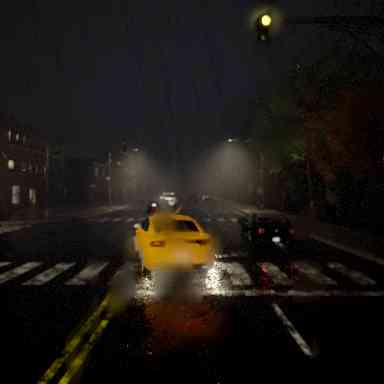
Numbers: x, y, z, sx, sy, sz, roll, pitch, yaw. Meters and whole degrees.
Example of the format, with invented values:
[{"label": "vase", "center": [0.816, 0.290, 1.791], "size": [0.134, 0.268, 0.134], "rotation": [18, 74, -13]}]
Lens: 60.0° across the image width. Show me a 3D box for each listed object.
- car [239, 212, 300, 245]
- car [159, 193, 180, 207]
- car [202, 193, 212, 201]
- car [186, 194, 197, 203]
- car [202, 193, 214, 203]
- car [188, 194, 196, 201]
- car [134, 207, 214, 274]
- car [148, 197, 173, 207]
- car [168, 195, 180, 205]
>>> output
[{"label": "car", "center": [3.348, 1.579, 15.419], "size": [1.895, 1.301, 4.718], "rotation": [0, 0, 0]}, {"label": "car", "center": [-3.314, 1.151, 46.550], "size": [2.150, 2.045, 5.566], "rotation": [0, 0, 2]}, {"label": "car", "center": [3.238, 1.071, 74.333], "size": [2.097, 1.767, 4.553], "rotation": [0, 0, 0]}, {"label": "car", "center": [-0.011, 1.407, 63.944], "size": [1.837, 1.490, 4.892], "rotation": [0, 0, 0]}, {"label": "car", "center": [3.239, 1.393, 63.944], "size": [2.128, 1.511, 4.902], "rotation": [0, 0, 0]}, {"label": "car", "center": [-0.012, 1.194, 74.362], "size": [1.882, 1.535, 5.008], "rotation": [0, 0, 0]}, {"label": "car", "center": [-0.770, 1.463, 10.652], "size": [1.882, 1.535, 5.008], "rotation": [0, 0, -13]}, {"label": "car", "center": [-3.343, 1.514, 34.003], "size": [1.994, 1.385, 4.181], "rotation": [0, 0, 0]}, {"label": "car", "center": [-3.296, 1.410, 60.466], "size": [1.837, 1.490, 4.892], "rotation": [0, 1, 1]}]
